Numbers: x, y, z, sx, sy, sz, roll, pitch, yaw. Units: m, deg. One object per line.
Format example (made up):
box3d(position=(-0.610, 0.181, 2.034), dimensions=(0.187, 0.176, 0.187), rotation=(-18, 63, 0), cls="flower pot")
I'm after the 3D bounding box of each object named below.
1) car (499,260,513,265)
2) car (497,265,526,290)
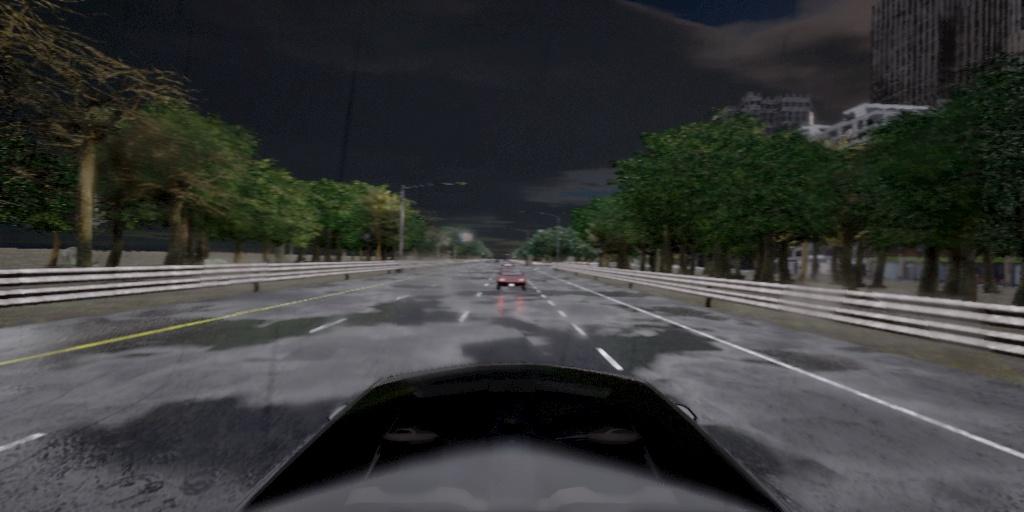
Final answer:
box3d(position=(-0.514, 1.623, 48.633), dimensions=(1.812, 1.442, 4.674), rotation=(2, 0, -1), cls="car")
box3d(position=(-0.064, 1.525, 24.477), dimensions=(1.895, 1.301, 4.718), rotation=(2, 0, -1), cls="car")
